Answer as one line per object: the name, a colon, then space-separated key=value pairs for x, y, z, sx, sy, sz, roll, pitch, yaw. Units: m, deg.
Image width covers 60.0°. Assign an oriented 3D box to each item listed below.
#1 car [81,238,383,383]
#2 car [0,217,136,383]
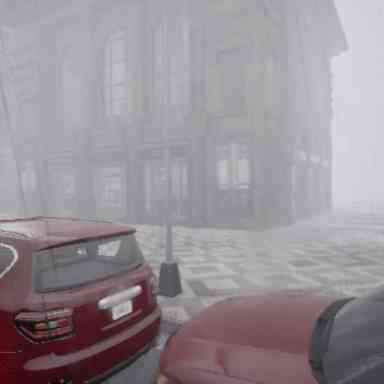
car: x=2.036 y=1.270 z=1.721 sx=5.009 sy=1.841 sz=2.192 roll=0 pitch=1 yaw=31
car: x=-2.750 y=1.292 z=4.646 sx=5.009 sy=1.841 sz=2.192 roll=0 pitch=1 yaw=31
